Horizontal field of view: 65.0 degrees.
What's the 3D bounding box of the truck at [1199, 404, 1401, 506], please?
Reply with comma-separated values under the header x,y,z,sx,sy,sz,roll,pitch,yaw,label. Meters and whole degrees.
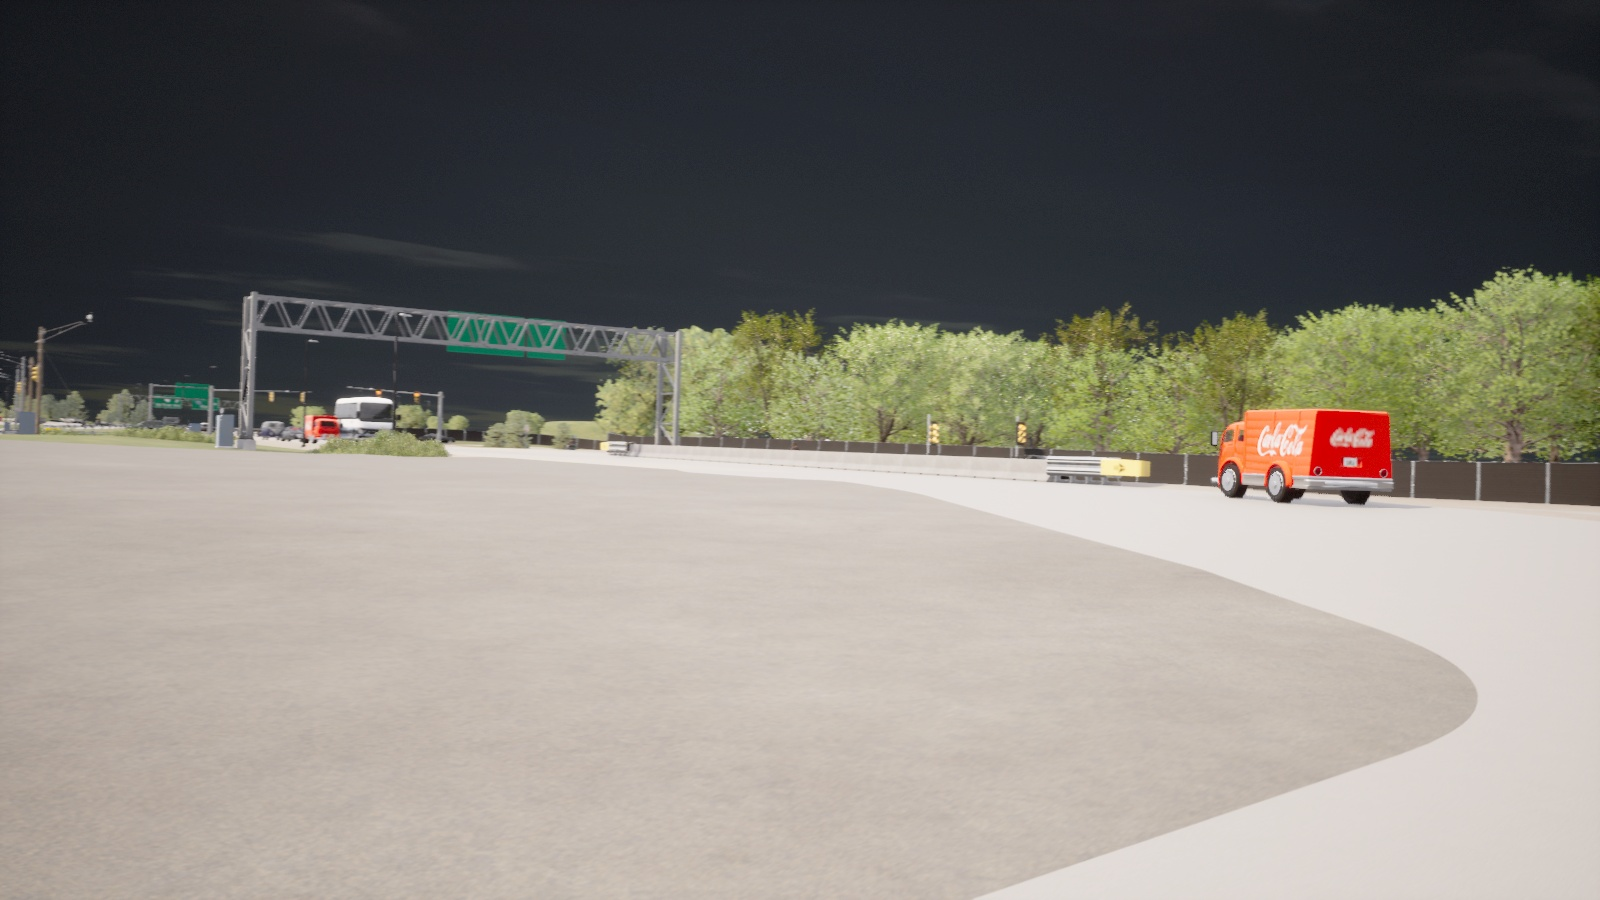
x,y,z,sx,sy,sz,roll,pitch,yaw,label
13.332,0.112,33.958,2.627,2.467,5.204,2,0,-11,truck
